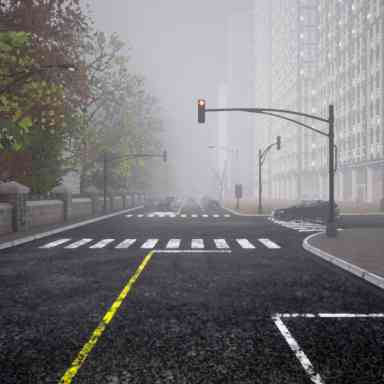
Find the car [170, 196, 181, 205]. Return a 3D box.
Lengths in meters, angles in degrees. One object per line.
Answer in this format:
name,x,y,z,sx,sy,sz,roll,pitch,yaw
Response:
car,-3.111,1.568,62.032,1.812,1.442,4.674,0,0,0

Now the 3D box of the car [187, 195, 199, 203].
car,-0.059,1.578,69.263,1.812,1.442,4.674,0,0,0

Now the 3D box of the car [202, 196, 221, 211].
car,2.656,1.587,41.563,1.947,1.339,4.313,0,0,0

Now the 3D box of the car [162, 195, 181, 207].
car,-3.135,1.379,48.781,2.097,1.767,4.553,0,0,0

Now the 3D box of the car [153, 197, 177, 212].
car,-3.131,1.583,39.228,1.994,1.385,4.181,0,0,0

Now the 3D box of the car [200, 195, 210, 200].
car,2.647,1.597,52.828,1.947,1.339,4.313,0,0,0

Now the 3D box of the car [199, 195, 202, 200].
car,3.055,1.406,69.845,2.097,1.767,4.553,0,0,0

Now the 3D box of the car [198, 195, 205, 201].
car,2.614,1.642,92.254,2.008,1.369,4.403,0,0,0

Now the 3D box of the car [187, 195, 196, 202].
car,-0.066,1.482,78.847,2.033,1.411,5.357,0,0,0

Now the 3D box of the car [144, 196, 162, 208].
car,-5.729,1.608,47.188,1.802,1.307,4.206,0,0,0

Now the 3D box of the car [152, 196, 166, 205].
car,-5.737,1.478,58.454,1.967,1.590,4.097,0,0,0

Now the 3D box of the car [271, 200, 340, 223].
car,8.299,1.356,24.397,4.902,1.511,2.128,-2,0,-5

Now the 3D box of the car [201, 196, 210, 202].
car,3.085,1.590,76.875,1.812,1.442,4.674,0,0,0

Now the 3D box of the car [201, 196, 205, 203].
car,2.652,1.592,47.195,1.947,1.339,4.313,0,0,0

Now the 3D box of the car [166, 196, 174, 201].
car,-5.762,1.626,86.615,1.887,1.381,4.507,0,0,0
